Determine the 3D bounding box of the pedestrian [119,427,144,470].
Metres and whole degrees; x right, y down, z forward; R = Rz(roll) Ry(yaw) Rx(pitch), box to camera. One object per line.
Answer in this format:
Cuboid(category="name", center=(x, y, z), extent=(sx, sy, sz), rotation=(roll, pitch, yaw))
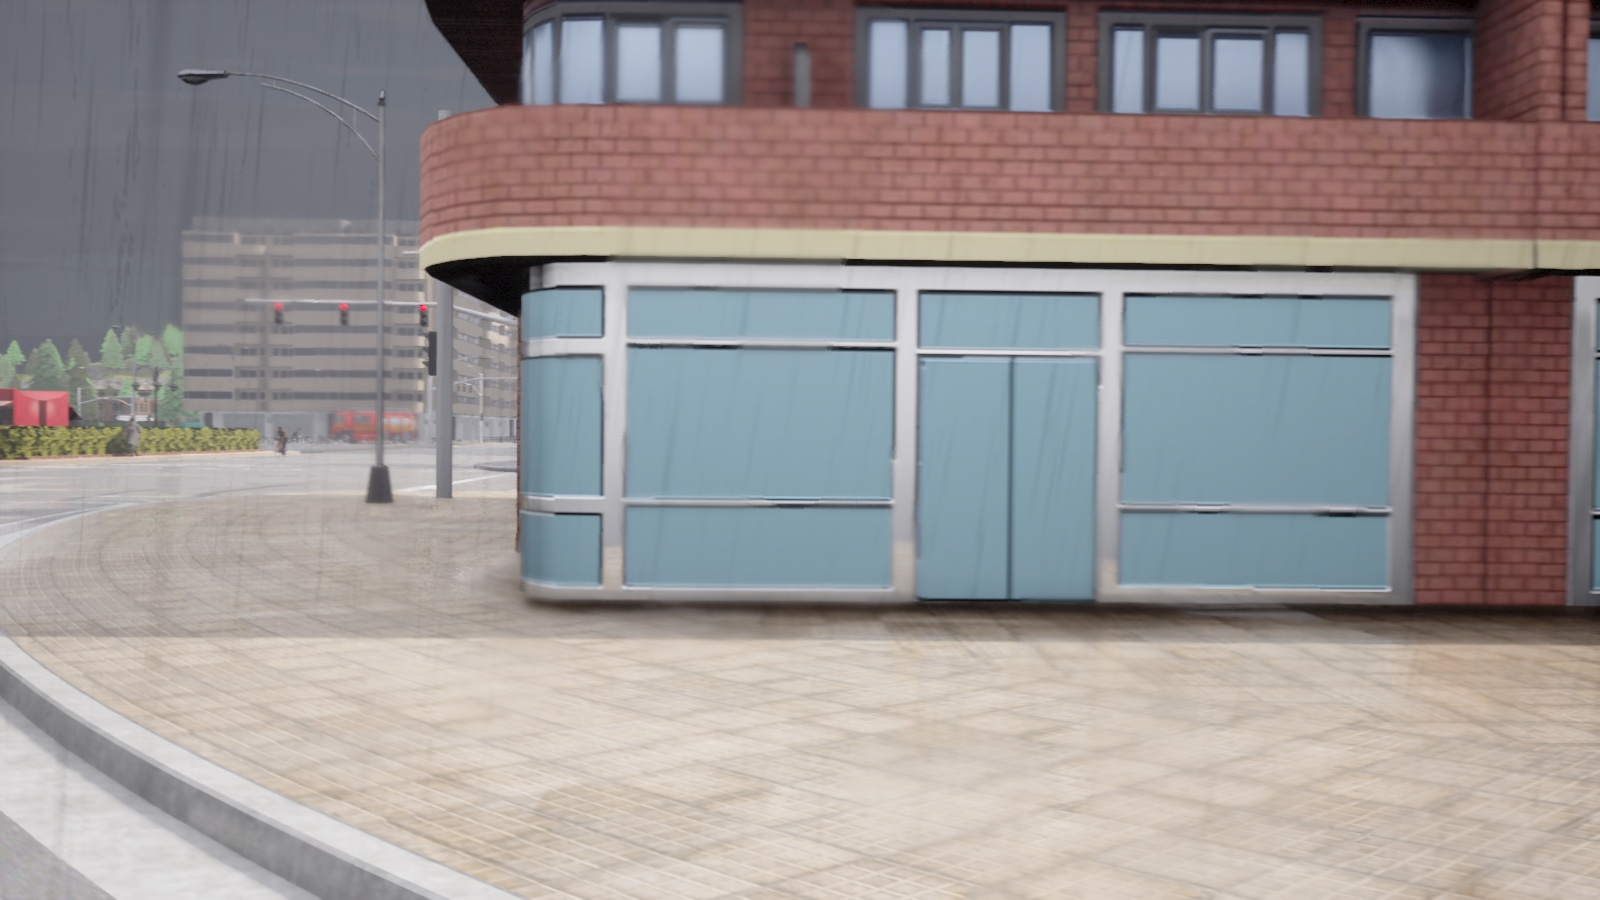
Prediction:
Cuboid(category="pedestrian", center=(-30.081, -0.075, 56.499), extent=(0.659, 1.952, 0.873), rotation=(0, 1, -1))
